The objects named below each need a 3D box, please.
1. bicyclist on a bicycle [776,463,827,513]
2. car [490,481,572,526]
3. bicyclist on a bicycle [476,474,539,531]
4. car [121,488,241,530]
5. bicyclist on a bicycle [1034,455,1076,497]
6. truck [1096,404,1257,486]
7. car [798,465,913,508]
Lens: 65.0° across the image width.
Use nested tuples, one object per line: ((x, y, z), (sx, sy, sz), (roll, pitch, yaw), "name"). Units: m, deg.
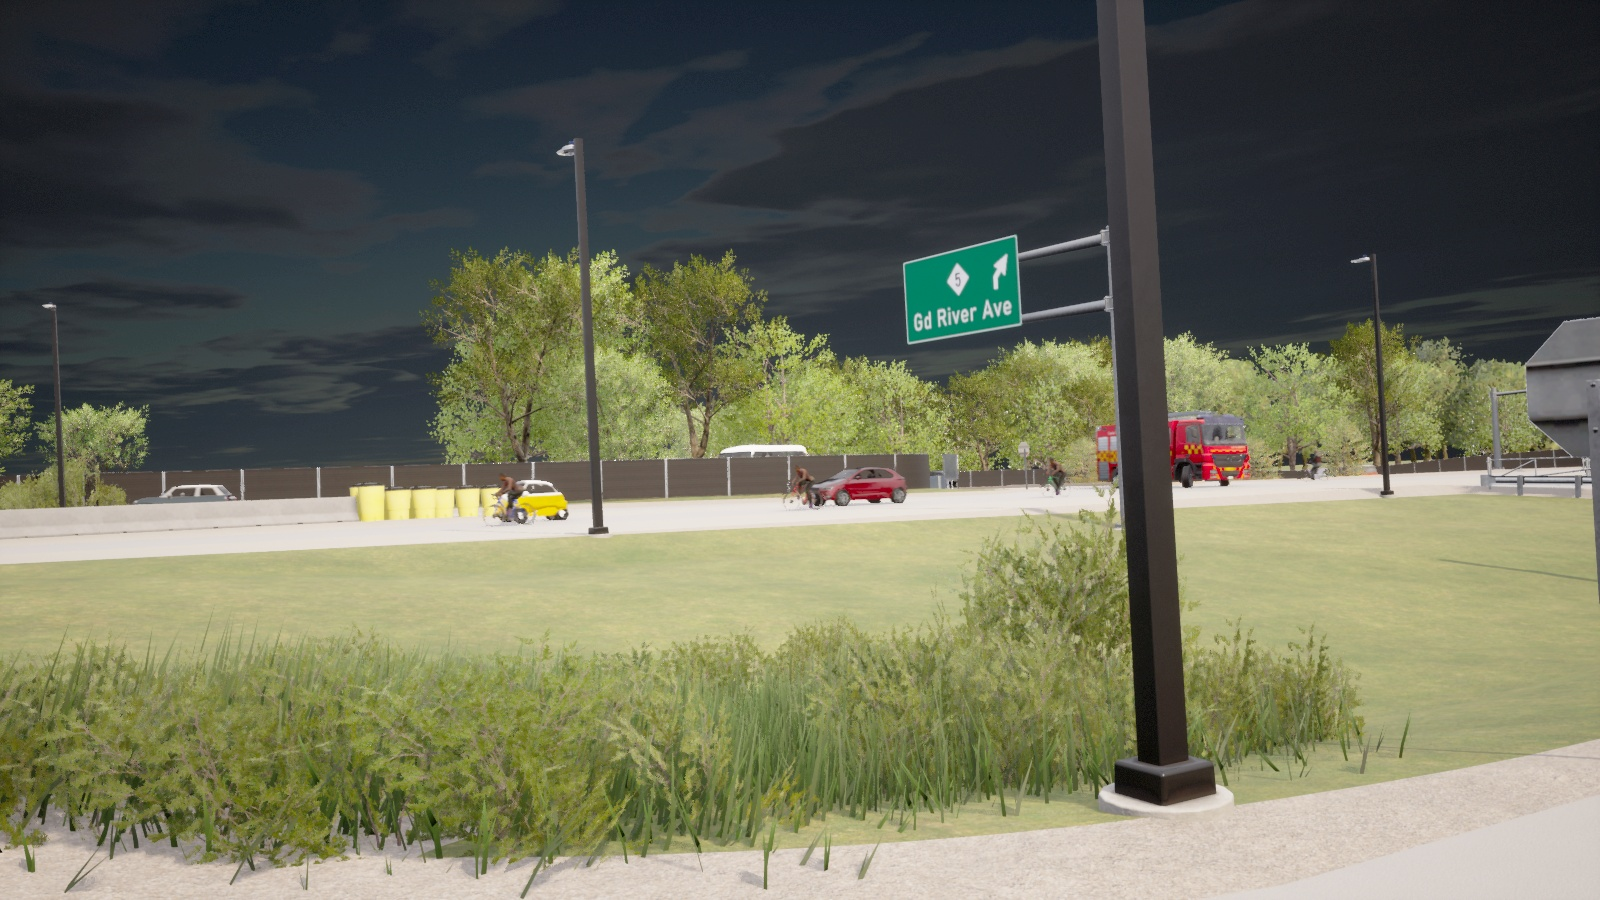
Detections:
((0.047, 1.313, 43.423), (1.656, 1.620, 0.582), (-2, -1, -35), "bicyclist on a bicycle")
((-8.886, 1.760, 41.492), (2.207, 1.376, 1.481), (-1, -2, -35), "car")
((-8.706, 1.551, 37.371), (1.656, 1.620, 0.582), (-2, -1, -35), "bicyclist on a bicycle")
((-24.246, 2.286, 49.336), (3.806, 1.475, 1.970), (-2, -1, -11), "car")
((10.241, 1.038, 50.470), (1.656, 1.620, 0.582), (-2, -1, -35), "bicyclist on a bicycle")
((19.012, -0.139, 64.143), (2.891, 3.827, 8.468), (-1, -2, -24), "truck")
((2.189, 1.418, 49.151), (4.193, 1.474, 1.816), (-2, -2, -35), "car")
